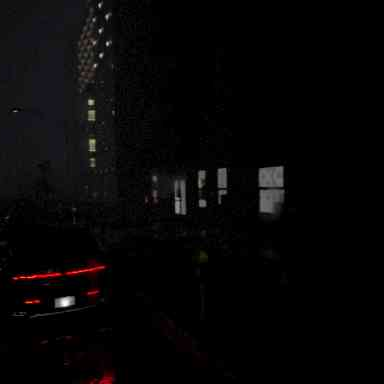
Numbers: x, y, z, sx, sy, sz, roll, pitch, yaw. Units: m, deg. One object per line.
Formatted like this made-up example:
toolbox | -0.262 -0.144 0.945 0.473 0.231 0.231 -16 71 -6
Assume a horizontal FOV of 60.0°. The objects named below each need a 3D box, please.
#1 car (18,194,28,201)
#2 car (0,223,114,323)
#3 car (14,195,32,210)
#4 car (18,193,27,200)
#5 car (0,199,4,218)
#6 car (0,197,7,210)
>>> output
car | -35.207 1.136 69.209 1.802 1.307 4.206 -1 1 -27
car | -3.070 1.440 7.301 1.837 1.490 4.892 -2 1 -27
car | -19.669 1.320 38.797 1.947 1.339 4.313 -1 1 -27
car | -37.875 1.044 74.428 1.752 1.417 4.829 -1 1 -27
car | -14.608 1.471 23.197 1.994 1.385 4.181 -2 1 -27
car | -22.373 1.294 38.168 1.882 1.535 5.008 -2 1 -27
